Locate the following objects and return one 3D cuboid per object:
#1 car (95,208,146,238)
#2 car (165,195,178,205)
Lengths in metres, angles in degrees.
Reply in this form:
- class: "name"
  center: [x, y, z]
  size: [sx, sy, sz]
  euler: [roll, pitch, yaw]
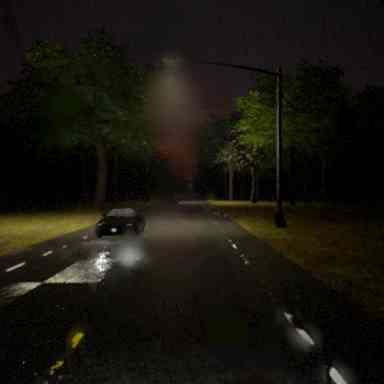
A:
- class: "car"
  center: [-3.602, 1.551, 17.305]
  size: [1.994, 1.385, 4.181]
  euler: [0, 0, 0]
- class: "car"
  center: [-3.561, 1.292, 58.683]
  size: [2.097, 1.767, 4.553]
  euler: [0, 0, 0]
